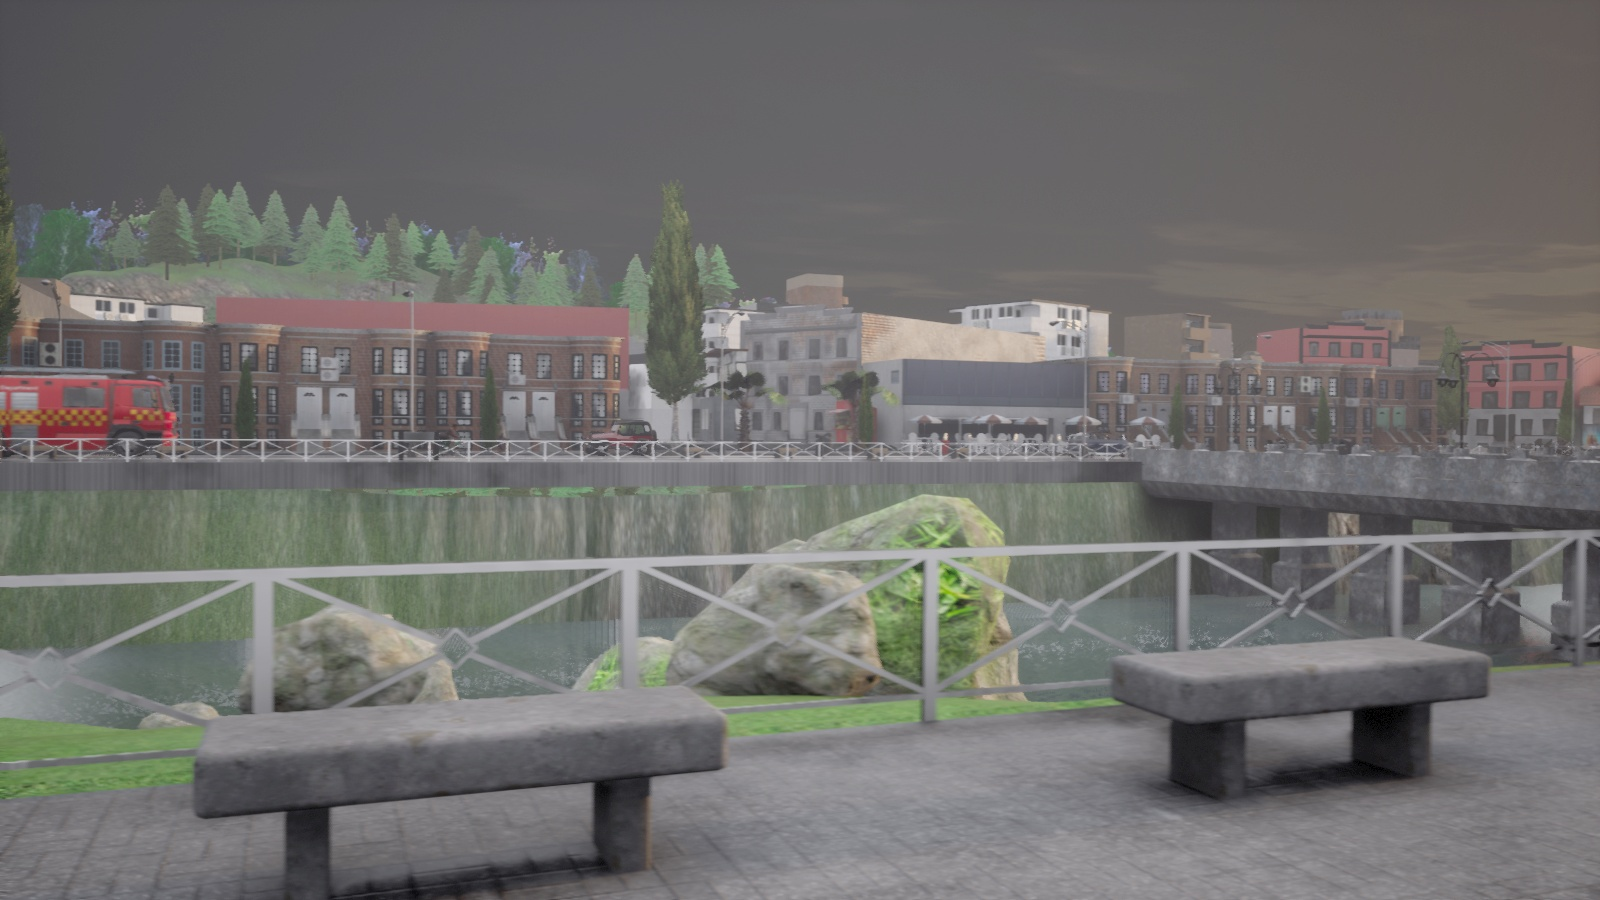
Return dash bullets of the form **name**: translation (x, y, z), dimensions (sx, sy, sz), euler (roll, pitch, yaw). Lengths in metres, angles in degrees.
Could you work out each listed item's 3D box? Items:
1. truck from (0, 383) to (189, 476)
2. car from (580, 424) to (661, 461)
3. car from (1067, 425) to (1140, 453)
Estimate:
- **truck**: translation (-30.932, -0.892, 53.617), dimensions (8.468, 3.827, 2.891), euler (-1, 1, -21)
- **car**: translation (-9.484, -0.411, 66.286), dimensions (3.866, 1.878, 1.905), euler (-1, 1, -21)
- **car**: translation (17.526, -0.668, 72.529), dimensions (3.705, 1.549, 1.789), euler (-1, 1, -21)
